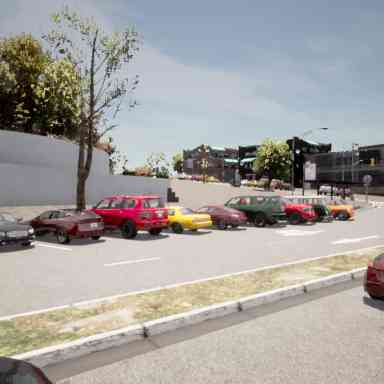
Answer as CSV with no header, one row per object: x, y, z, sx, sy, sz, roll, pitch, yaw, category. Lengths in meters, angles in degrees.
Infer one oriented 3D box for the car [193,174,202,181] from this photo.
3.456,-3.698,88.368,2.435,2.045,5.566,7,3,34,car

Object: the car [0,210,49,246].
-8.615,1.493,14.070,4.892,1.521,2.231,-1,-1,35,car

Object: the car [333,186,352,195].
25.952,0.137,56.394,2.002,1.452,4.674,7,3,35,car

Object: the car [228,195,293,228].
3.603,1.263,22.775,5.566,2.045,2.435,-1,-1,35,car

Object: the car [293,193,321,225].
6.116,1.267,24.480,5.566,2.045,2.435,-1,-1,35,car

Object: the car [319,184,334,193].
24.261,-0.426,58.866,2.435,2.045,5.566,7,3,35,car

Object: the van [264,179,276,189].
17.291,-1.490,68.614,1.878,1.987,4.442,7,4,35,van

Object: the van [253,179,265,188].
15.561,-1.763,71.085,1.878,1.987,4.442,7,4,35,van

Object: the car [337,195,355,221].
11.064,1.403,27.900,4.553,1.767,2.185,-1,-1,35,car

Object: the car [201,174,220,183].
5.307,-3.175,86.109,1.946,1.575,5.366,7,3,34,car

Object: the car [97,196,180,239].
-3.750,1.248,17.562,5.566,2.045,2.435,-1,-1,35,car

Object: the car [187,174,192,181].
1.662,-3.850,90.834,2.185,1.767,4.553,6,3,34,car

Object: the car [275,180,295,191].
19.051,-0.992,66.252,2.231,1.521,4.892,7,3,35,car

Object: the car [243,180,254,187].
13.987,-1.811,73.816,1.946,1.575,5.366,7,3,35,car

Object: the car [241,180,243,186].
12.155,-2.043,76.137,2.002,1.452,4.674,7,4,35,car

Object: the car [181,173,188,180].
-0.069,-4.084,93.304,2.185,1.767,4.553,4,1,33,car

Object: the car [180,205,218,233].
-1.431,1.503,19.389,5.366,1.575,1.946,-1,-1,35,car

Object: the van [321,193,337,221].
8.655,1.297,26.150,4.442,1.987,1.878,-1,-1,35,van

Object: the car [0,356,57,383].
-2.882,1.504,1.076,4.892,1.490,1.837,0,0,-35,car

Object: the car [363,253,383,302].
5.558,1.574,7.104,4.181,1.385,1.994,0,0,-34,car

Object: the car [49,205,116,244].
-6.195,1.524,15.816,4.792,1.488,2.163,-1,-1,35,car

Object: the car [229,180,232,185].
10.413,-2.316,78.599,2.002,1.452,4.674,7,3,35,car

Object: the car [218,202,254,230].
1.176,1.549,21.017,4.674,1.452,2.002,-1,-1,35,car
